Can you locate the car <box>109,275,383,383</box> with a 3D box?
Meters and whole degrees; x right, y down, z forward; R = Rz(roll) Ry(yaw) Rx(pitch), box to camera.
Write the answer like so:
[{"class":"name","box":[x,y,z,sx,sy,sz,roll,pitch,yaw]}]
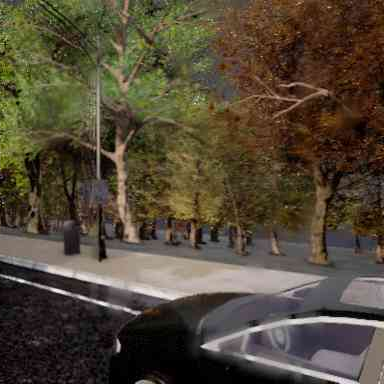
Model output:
[{"class":"car","box":[1.382,1.495,2.699,4.902,1.511,2.128,-1,0,36]}]
